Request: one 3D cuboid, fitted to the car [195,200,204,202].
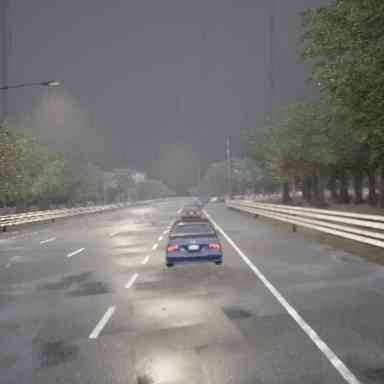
[{"bbox_3d":[1.322,2.116,59.879,2.033,1.411,5.357,-3,-1,11],"label":"car"}]

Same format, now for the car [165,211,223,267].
[{"bbox_3d":[0.038,1.675,12.122,2.033,1.411,5.357,-3,-1,0],"label":"car"}]

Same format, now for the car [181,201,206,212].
[{"bbox_3d":[-0.055,1.875,30.374,2.033,1.411,5.357,-3,-1,0],"label":"car"}]

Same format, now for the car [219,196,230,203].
[{"bbox_3d":[8.312,1.775,81.570,2.097,1.767,4.553,-3,-1,28],"label":"car"}]
